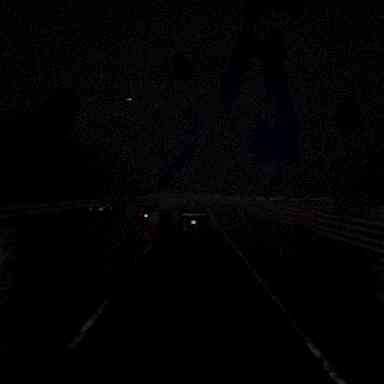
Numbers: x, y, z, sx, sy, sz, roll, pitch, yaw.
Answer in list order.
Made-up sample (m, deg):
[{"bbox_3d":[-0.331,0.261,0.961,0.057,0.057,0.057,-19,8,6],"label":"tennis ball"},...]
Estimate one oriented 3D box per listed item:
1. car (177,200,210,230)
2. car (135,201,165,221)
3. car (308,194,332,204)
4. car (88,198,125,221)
[{"bbox_3d":[0.100,1.503,21.378,2.128,1.511,4.902,0,0,0],"label":"car"},{"bbox_3d":[-3.383,1.504,27.034,1.837,1.490,4.892,1,0,0],"label":"car"},{"bbox_3d":[26.884,1.524,70.213,2.150,2.045,5.566,0,0,-24],"label":"car"},{"bbox_3d":[-6.908,1.339,27.436,2.097,1.767,4.553,0,0,0],"label":"car"}]
